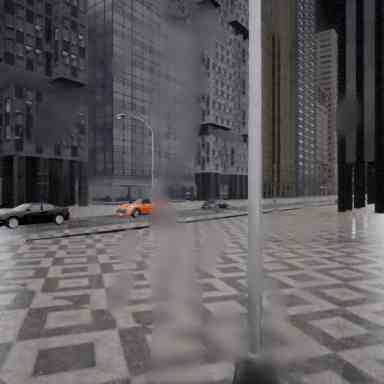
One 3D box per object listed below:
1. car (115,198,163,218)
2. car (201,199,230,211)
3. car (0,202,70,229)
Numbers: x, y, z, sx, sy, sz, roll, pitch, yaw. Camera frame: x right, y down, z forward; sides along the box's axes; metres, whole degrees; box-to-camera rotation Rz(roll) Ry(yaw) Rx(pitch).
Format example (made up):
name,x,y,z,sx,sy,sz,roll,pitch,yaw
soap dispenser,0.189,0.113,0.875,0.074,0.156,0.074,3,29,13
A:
name,x,y,z,sx,sy,sz,roll,pitch,yaw
car,-4.697,1.319,29.933,2.097,1.767,4.553,0,0,36
car,2.844,1.514,40.247,1.994,1.385,4.181,0,0,35
car,-10.567,1.458,21.906,1.882,1.535,5.008,0,0,36
